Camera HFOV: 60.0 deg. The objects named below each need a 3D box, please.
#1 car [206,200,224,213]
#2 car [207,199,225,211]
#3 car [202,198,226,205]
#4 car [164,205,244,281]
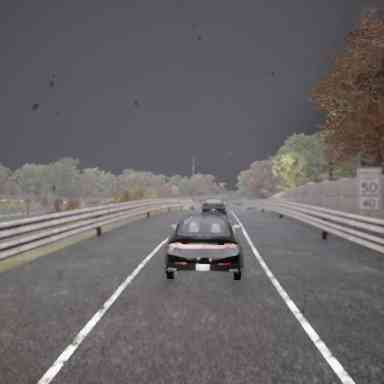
[{"bbox_3d":[2.526,1.494,35.849,1.895,1.301,4.718,0,-1,5],"label":"car"},{"bbox_3d":[3.140,1.648,42.540,2.033,1.411,5.357,0,-2,6],"label":"car"},{"bbox_3d":[1.808,1.230,27.536,1.882,1.535,5.008,0,-1,5],"label":"car"},{"bbox_3d":[0.366,1.351,9.423,2.128,1.511,4.902,0,1,3],"label":"car"}]
